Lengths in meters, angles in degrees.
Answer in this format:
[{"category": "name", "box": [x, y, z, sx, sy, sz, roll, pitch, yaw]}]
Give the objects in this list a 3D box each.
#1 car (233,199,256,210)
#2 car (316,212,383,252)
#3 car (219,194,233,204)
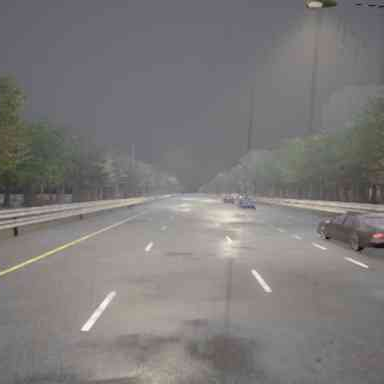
[{"category": "car", "box": [7.020, 1.576, 43.438, 2.033, 1.411, 5.357, 0, 0, 0]}, {"category": "car", "box": [6.999, 1.550, 13.844, 2.033, 1.411, 5.357, 0, 0, 0]}, {"category": "car", "box": [7.094, 1.411, 66.323, 2.097, 1.767, 4.553, 0, 0, 0]}]
